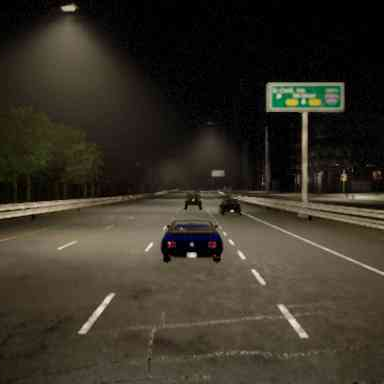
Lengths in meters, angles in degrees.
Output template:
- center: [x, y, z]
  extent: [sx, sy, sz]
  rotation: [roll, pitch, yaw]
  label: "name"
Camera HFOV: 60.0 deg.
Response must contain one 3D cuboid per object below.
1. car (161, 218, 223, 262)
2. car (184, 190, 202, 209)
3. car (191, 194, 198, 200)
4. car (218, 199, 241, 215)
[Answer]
- center: [0.006, 1.593, 12.115]
  extent: [1.895, 1.301, 4.718]
  rotation: [0, 0, 0]
  label: "car"
- center: [0.174, 1.125, 43.743]
  extent: [2.150, 2.045, 5.566]
  rotation: [0, 0, 0]
  label: "car"
- center: [0.625, 1.139, 79.792]
  extent: [1.812, 1.442, 4.674]
  rotation: [0, 1, 1]
  label: "car"
- center: [3.694, 1.457, 32.920]
  extent: [1.837, 1.490, 4.892]
  rotation: [0, 1, 0]
  label: "car"
